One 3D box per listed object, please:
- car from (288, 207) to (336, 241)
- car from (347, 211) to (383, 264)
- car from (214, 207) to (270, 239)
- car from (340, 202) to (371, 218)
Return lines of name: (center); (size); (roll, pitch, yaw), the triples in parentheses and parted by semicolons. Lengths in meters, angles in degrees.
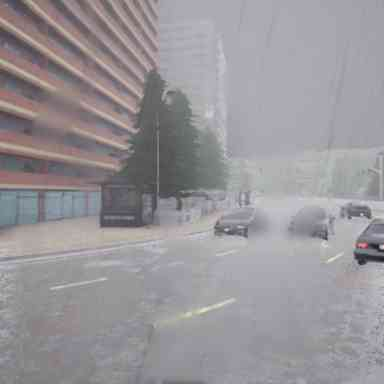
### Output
car: (6.432, 1.600, 17.554); (1.837, 1.490, 4.892); (0, 0, 28)
car: (6.899, 1.599, 11.329); (2.033, 1.411, 5.357); (0, 0, 36)
car: (2.881, 1.619, 18.314); (1.837, 1.490, 4.892); (0, 0, 30)
car: (14.777, 1.651, 30.194); (1.837, 1.490, 4.892); (0, 0, 13)
